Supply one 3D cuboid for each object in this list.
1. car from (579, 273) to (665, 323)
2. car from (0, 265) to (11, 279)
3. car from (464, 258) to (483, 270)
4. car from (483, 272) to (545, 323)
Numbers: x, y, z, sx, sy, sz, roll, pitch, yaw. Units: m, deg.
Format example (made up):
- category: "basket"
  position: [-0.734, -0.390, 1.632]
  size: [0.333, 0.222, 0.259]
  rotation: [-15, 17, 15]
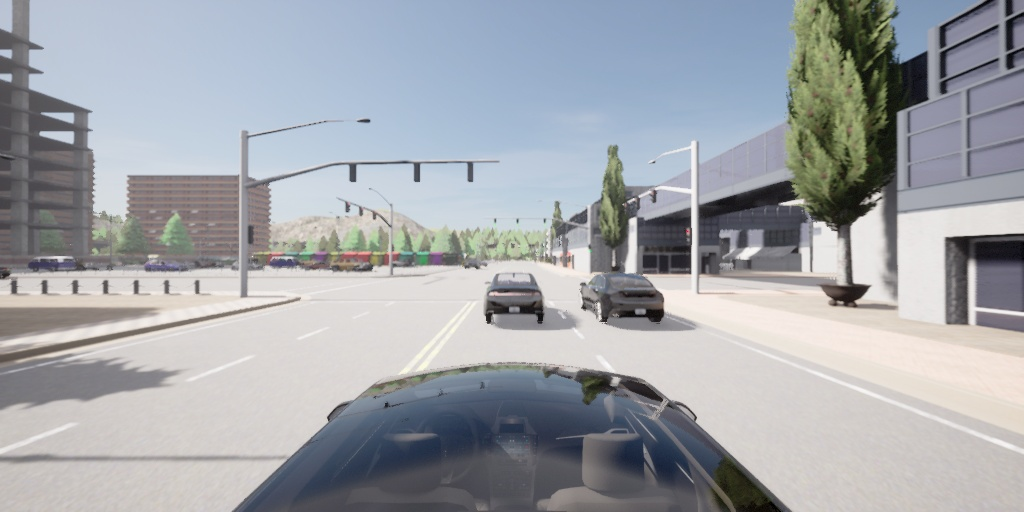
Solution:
- category: "car"
  position: [3.564, 1.316, 12.371]
  size: [1.837, 1.490, 4.892]
  rotation: [0, 0, 0]
- category: "car"
  position: [-49.523, 1.435, 33.080]
  size: [4.892, 1.490, 1.837]
  rotation: [0, 0, 0]
- category: "car"
  position: [-6.839, 1.317, 62.021]
  size: [2.150, 2.045, 5.566]
  rotation: [0, 0, 2]
- category: "car"
  position: [0.063, 1.304, 12.462]
  size: [2.128, 1.511, 4.902]
  rotation: [0, 0, 0]
